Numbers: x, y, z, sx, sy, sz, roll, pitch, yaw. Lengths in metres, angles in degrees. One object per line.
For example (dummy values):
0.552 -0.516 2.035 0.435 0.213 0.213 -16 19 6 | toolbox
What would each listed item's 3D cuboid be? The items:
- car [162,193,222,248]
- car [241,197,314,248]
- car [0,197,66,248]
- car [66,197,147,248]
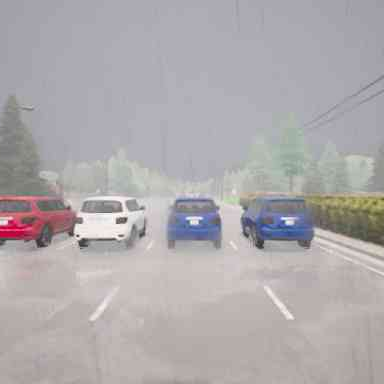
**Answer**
0.094 1.218 14.919 2.150 2.045 5.566 0 0 0 | car
3.593 1.218 14.868 2.150 2.045 5.566 0 0 0 | car
-6.906 1.217 14.923 2.150 2.045 5.566 0 0 0 | car
-3.406 1.218 14.860 2.150 2.045 5.566 0 0 0 | car
